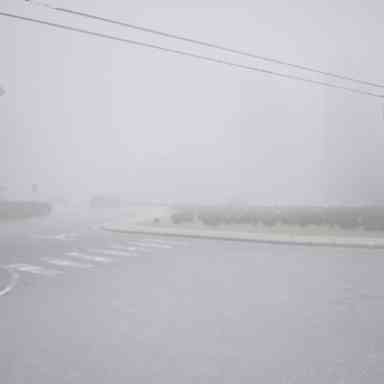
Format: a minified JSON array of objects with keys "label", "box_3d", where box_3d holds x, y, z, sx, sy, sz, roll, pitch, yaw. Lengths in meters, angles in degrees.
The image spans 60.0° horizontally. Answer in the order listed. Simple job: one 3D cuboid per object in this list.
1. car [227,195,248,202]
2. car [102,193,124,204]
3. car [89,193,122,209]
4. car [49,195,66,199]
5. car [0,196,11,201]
[{"label":"car","box_3d":[6.892,1.334,50.181,2.242,1.667,4.611,0,0,28]},{"label":"car","box_3d":[-14.586,1.170,61.344,1.905,1.878,3.866,0,0,28]},{"label":"car","box_3d":[-11.657,1.236,44.884,1.932,1.855,4.605,0,0,28]},{"label":"car","box_3d":[-26.810,1.368,67.059,1.816,1.474,4.193,0,0,28]},{"label":"car","box_3d":[-31.685,1.451,55.094,1.784,1.438,3.905,0,0,28]}]
